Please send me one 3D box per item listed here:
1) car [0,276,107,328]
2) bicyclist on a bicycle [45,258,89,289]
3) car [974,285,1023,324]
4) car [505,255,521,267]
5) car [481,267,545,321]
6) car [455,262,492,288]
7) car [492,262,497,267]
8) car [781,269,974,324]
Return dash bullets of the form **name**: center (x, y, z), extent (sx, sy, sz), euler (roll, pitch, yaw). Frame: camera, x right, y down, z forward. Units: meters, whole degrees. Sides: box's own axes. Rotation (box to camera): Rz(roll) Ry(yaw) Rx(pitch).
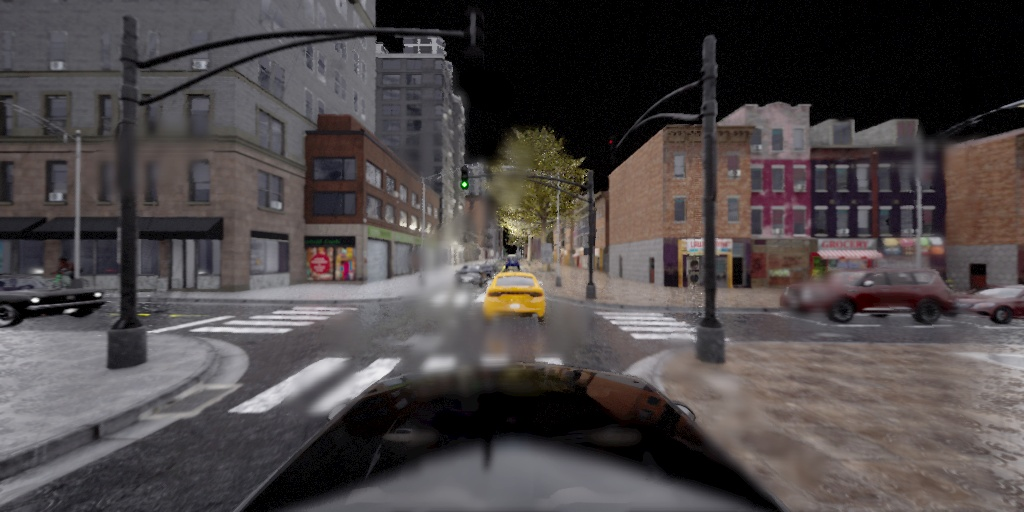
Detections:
- **car**: center (-14.867, 1.230, 10.321), extent (4.718, 1.301, 1.895), euler (1, 0, 0)
- **bicyclist on a bicycle**: center (-20.133, 0.897, 16.225), extent (0.582, 1.620, 1.656), euler (1, 0, 0)
- **car**: center (18.108, 1.715, 12.977), extent (4.207, 1.307, 1.802), euler (0, 0, 0)
- **car**: center (0.111, 0.974, 54.404), extent (2.150, 2.045, 5.566), euler (0, 0, 0)
- **car**: center (0.105, 1.338, 12.997), extent (1.882, 1.535, 5.008), euler (0, 0, 0)
- **car**: center (-2.834, 1.368, 25.585), extent (2.128, 1.511, 4.902), euler (0, 0, 1)
- **car**: center (-2.836, 1.454, 35.427), extent (1.895, 1.301, 4.718), euler (0, 0, 0)
- **car**: center (12.706, 1.372, 12.971), extent (5.009, 1.841, 2.192), euler (0, 0, 0)
